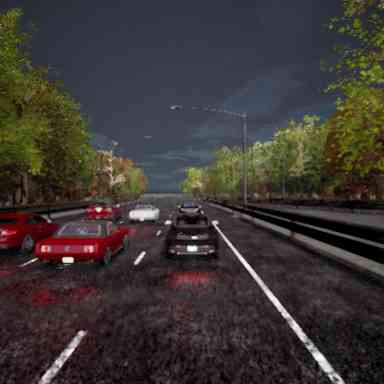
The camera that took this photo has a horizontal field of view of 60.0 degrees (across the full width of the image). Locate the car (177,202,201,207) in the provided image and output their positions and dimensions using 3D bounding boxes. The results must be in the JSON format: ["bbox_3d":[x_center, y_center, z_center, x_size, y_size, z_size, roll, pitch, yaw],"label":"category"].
[{"bbox_3d":[-0.218,1.605,28.141,2.128,1.511,4.902,0,0,-1],"label":"car"}]

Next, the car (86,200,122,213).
[{"bbox_3d":[-7.216,1.464,27.742,2.097,1.767,4.553,0,0,-1],"label":"car"}]

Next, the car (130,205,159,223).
[{"bbox_3d":[-3.698,1.708,26.669,1.895,1.301,4.718,0,0,-1],"label":"car"}]

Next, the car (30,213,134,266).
[{"bbox_3d":[-3.497,1.644,11.618,1.895,1.301,4.718,0,0,0],"label":"car"}]

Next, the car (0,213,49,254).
[{"bbox_3d":[-7.003,1.578,13.710,1.812,1.442,4.674,0,0,0],"label":"car"}]

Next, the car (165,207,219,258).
[{"bbox_3d":[-0.003,1.553,12.975,1.837,1.490,4.892,0,0,0],"label":"car"}]
